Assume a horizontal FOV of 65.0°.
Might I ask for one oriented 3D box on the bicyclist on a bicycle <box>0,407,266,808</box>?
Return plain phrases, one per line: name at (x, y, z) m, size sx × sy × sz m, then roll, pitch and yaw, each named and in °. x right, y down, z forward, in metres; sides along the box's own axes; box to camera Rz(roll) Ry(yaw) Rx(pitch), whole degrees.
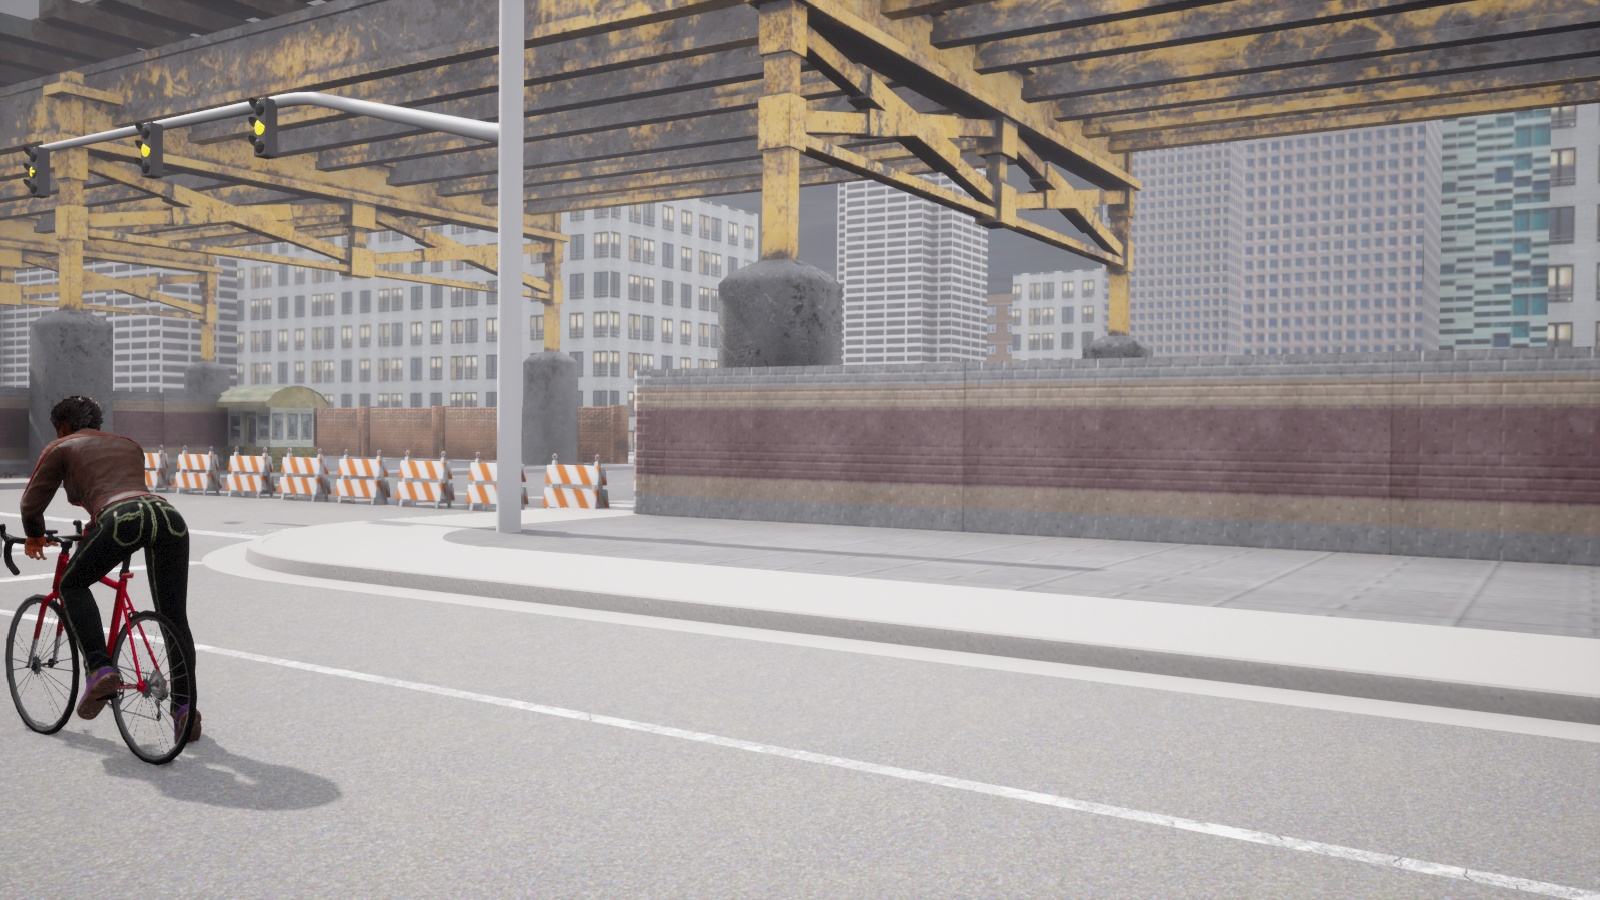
bicyclist on a bicycle at (-3.227, 0.635, 5.764) m, size 1.656 × 1.620 × 0.582 m, roll 0°, pitch 1°, yaw 34°
